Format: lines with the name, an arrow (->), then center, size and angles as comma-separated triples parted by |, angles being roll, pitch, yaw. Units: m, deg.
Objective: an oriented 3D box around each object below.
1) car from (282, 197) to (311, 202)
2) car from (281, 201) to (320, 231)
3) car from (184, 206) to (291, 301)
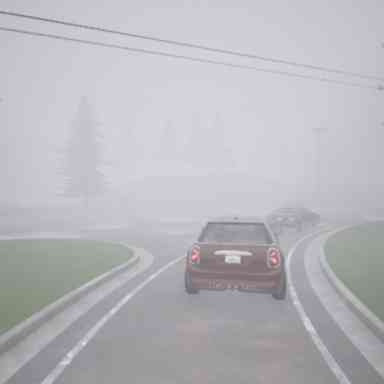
car -> 14.077, 1.489, 43.837 | 4.892, 1.490, 1.837 | 0, 0, -26
car -> 6.328, 1.540, 20.492 | 2.033, 1.411, 5.357 | 0, 0, 35
car -> 1.253, 1.349, 8.664 | 2.097, 1.767, 4.553 | 0, 0, 12
